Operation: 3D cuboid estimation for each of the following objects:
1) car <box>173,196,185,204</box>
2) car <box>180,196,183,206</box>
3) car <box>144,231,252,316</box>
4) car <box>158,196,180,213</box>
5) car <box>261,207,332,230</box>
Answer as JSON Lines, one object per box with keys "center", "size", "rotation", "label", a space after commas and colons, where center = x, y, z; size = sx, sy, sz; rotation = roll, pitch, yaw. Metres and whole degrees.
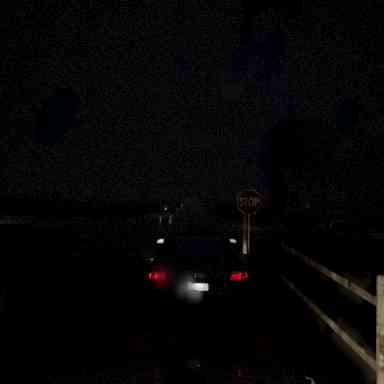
{"center": [-2.612, 1.619, 68.234], "size": [2.033, 1.411, 5.357], "rotation": [0, 0, 1], "label": "car"}
{"center": [-2.734, 1.600, 47.441], "size": [1.994, 1.385, 4.181], "rotation": [0, 0, 0], "label": "car"}
{"center": [0.112, 1.567, 7.595], "size": [1.994, 1.385, 4.181], "rotation": [0, 0, 0], "label": "car"}
{"center": [-2.763, 1.518, 37.446], "size": [2.128, 1.511, 4.902], "rotation": [0, 0, 0], "label": "car"}
{"center": [7.283, 1.845, 23.304], "size": [4.892, 1.490, 1.837], "rotation": [3, 0, -7], "label": "car"}
